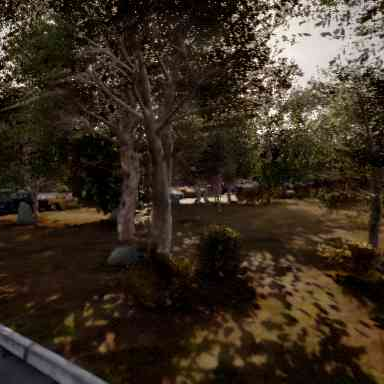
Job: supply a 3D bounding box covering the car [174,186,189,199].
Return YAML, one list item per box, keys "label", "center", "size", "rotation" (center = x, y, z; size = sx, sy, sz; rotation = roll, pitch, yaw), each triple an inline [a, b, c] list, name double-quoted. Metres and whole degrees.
- label: "car"
  center: [-3.085, 0.195, 40.434]
  size: [4.674, 1.452, 2.002]
  rotation: [2, 4, 39]

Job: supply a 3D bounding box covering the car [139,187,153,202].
- label: "car"
  center: [-6.572, 0.385, 36.118]
  size: [5.008, 1.535, 2.097]
  rotation: [2, 4, 39]

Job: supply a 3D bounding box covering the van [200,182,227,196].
- label: "van"
  center: [2.245, -0.410, 46.810]
  size: [4.442, 1.987, 1.878]
  rotation: [2, 3, 39]

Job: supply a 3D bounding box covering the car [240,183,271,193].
- label: "car"
  center: [10.911, -0.726, 57.648]
  size: [4.792, 1.488, 2.163]
  rotation: [2, 4, 39]

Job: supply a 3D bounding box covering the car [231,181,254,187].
- label: "car"
  center: [8.998, -0.650, 55.628]
  size: [5.366, 1.575, 1.946]
  rotation: [2, 4, 39]

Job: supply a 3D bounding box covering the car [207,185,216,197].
- label: "car"
  center: [0.408, -0.033, 44.744]
  size: [4.674, 1.452, 2.002]
  rotation: [2, 4, 39]

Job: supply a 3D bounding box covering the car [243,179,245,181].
- label: "car"
  center: [8.973, -1.619, 76.074]
  size: [5.008, 1.535, 2.097]
  rotation: [2, 4, 39]

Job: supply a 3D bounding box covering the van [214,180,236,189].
- label: "van"
  center: [7.303, -1.726, 73.811]
  size: [4.442, 1.987, 1.878]
  rotation: [2, 4, 39]

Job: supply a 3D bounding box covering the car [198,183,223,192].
- label: "car"
  center: [3.537, -0.898, 61.891]
  size: [2.128, 1.511, 4.902]
  rotation: [2, 4, 39]

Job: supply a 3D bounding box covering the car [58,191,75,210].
- label: "car"
  center: [-11.959, 0.723, 29.779]
  size: [5.366, 1.575, 1.946]
  rotation: [2, 4, 39]

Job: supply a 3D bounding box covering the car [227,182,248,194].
- label: "car"
  center: [5.626, -0.386, 51.222]
  size: [4.792, 1.488, 2.163]
  rotation: [2, 4, 39]

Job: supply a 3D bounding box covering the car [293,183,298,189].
- label: "car"
  center: [17.850, -1.463, 66.288]
  size: [5.566, 2.045, 2.435]
  rotation: [2, 4, 39]

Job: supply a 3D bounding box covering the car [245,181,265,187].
- label: "car"
  center: [16.035, -2.061, 84.782]
  size: [4.674, 1.452, 2.002]
  rotation: [2, 4, 39]

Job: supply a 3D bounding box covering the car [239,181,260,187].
- label: "car"
  center: [14.293, -1.944, 82.583]
  size: [4.792, 1.488, 2.163]
  rotation: [2, 4, 39]

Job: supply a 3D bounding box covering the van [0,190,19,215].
- label: "van"
  center: [-15.400, 0.734, 25.417]
  size: [4.442, 1.987, 1.878]
  rotation: [2, 4, 39]

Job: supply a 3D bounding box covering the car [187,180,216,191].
- label: "car"
  center: [1.898, -1.411, 67.374]
  size: [5.566, 2.045, 2.435]
  rotation: [2, 4, 39]

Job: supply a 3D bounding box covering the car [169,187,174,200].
- label: "car"
  center: [-4.806, 0.145, 38.251]
  size: [4.553, 1.767, 2.185]
  rotation: [2, 4, 39]

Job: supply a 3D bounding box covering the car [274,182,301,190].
- label: "car"
  center: [19.615, -1.324, 68.439]
  size: [4.892, 1.521, 2.231]
  rotation: [2, 4, 39]

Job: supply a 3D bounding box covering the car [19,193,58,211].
- label: "car"
  center: [-13.539, 0.877, 27.489]
  size: [4.792, 1.488, 2.163]
  rotation: [2, 4, 39]

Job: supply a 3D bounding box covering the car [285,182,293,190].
- label: "car"
  center: [16.132, -1.097, 64.125]
  size: [5.008, 1.535, 2.097]
  rotation: [2, 4, 39]

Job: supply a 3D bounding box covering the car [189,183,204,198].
- label: "car"
  center: [-1.341, 0.040, 42.588]
  size: [5.008, 1.535, 2.097]
  rotation: [2, 4, 39]

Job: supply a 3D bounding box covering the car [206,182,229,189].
- label: "car"
  center: [5.452, -1.349, 71.720]
  size: [4.674, 1.452, 2.002]
  rotation: [2, 4, 39]
